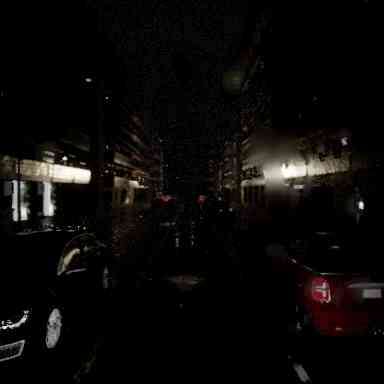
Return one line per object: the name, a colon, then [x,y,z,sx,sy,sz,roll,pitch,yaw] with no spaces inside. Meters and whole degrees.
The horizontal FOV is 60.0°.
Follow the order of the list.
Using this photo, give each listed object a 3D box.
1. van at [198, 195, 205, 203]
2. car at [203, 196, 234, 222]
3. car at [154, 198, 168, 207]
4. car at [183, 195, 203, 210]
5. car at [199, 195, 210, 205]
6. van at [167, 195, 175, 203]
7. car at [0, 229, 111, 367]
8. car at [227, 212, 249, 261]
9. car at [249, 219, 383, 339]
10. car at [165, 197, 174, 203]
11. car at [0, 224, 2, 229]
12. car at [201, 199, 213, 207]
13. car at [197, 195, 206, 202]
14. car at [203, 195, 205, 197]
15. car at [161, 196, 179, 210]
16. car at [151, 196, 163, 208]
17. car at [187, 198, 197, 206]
van: [2.525,1.772,85.962,1.690,1.788,3.998,-1,0,0]
car: [2.253,1.492,27.947,2.097,1.767,4.553,0,0,0]
car: [-5.343,1.831,57.728,1.887,1.381,4.507,-1,0,0]
car: [-0.010,1.450,46.122,2.150,2.045,5.566,0,0,0]
car: [2.530,1.659,68.969,2.192,1.841,5.009,-1,0,0]
van: [-5.355,1.772,85.985,1.690,1.788,3.998,-1,0,0]
car: [-2.854,1.535,6.175,1.837,1.490,4.892,0,0,0]
car: [2.552,1.643,12.326,1.802,1.307,4.206,-1,0,0]
car: [2.556,1.473,6.662,1.967,1.590,4.097,-1,0,0]
car: [-5.351,1.926,80.163,1.752,1.417,4.829,-1,0,0]
car: [-5.328,1.474,6.868,1.967,1.590,4.097,-1,0,0]
car: [2.537,1.868,57.640,1.802,1.307,4.206,-1,0,0]
car: [2.523,1.775,91.627,2.192,1.841,5.009,-1,0,0]
car: [2.537,1.543,46.312,2.192,1.841,5.009,-1,0,0]
car: [-2.848,1.711,47.396,1.882,1.535,5.008,0,0,0]
car: [-5.341,1.802,52.076,1.887,1.381,4.507,-1,0,0]
car: [-0.020,1.881,63.649,1.994,1.385,4.181,0,0,0]
